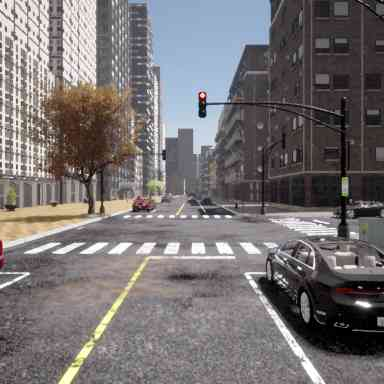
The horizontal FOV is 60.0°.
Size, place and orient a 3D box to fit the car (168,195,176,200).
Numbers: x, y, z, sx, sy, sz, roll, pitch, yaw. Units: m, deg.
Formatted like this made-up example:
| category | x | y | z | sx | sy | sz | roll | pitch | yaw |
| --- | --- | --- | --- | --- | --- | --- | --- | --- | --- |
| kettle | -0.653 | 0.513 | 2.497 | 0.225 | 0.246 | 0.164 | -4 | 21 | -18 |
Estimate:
| category | x | y | z | sx | sy | sz | roll | pitch | yaw |
| --- | --- | --- | --- | --- | --- | --- | --- | --- | --- |
| car | -5.734 | 1.654 | 94.379 | 2.008 | 1.369 | 4.403 | 0 | 0 | 0 |

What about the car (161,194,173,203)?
| category | x | y | z | sx | sy | sz | roll | pitch | yaw |
| --- | --- | --- | --- | --- | --- | --- | --- | --- | --- |
| car | -5.724 | 1.627 | 72.288 | 1.947 | 1.339 | 4.313 | 0 | 0 | 0 |

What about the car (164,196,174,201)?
| category | x | y | z | sx | sy | sz | roll | pitch | yaw |
| --- | --- | --- | --- | --- | --- | --- | --- | --- | --- |
| car | -5.729 | 1.632 | 83.333 | 2.008 | 1.369 | 4.403 | 0 | 0 | 0 |

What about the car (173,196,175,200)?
| category | x | y | z | sx | sy | sz | roll | pitch | yaw |
| --- | --- | --- | --- | --- | --- | --- | --- | --- | --- |
| car | -5.727 | 1.385 | 77.810 | 2.192 | 1.841 | 5.009 | 0 | 0 | 0 |

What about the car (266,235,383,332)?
| category | x | y | z | sx | sy | sz | roll | pitch | yaw |
| --- | --- | --- | --- | --- | --- | --- | --- | --- | --- |
| car | 2.686 | 1.551 | 6.766 | 2.008 | 1.369 | 4.403 | 0 | 0 | 0 |

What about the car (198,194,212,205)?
| category | x | y | z | sx | sy | sz | roll | pitch | yaw |
| --- | --- | --- | --- | --- | --- | --- | --- | --- | --- |
| car | 2.662 | 1.610 | 61.245 | 1.947 | 1.339 | 4.313 | 0 | 0 | 0 |

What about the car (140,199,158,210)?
| category | x | y | z | sx | sy | sz | roll | pitch | yaw |
| --- | --- | --- | --- | --- | --- | --- | --- | --- | --- |
| car | -5.712 | 1.592 | 44.673 | 1.947 | 1.339 | 4.313 | 0 | 0 | 0 |

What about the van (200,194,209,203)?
| category | x | y | z | sx | sy | sz | roll | pitch | yaw |
| --- | --- | --- | --- | --- | --- | --- | --- | --- | --- |
| van | 2.656 | 1.402 | 72.292 | 1.690 | 1.788 | 3.998 | 0 | 0 | 0 |

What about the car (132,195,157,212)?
| category | x | y | z | sx | sy | sz | roll | pitch | yaw |
| --- | --- | --- | --- | --- | --- | --- | --- | --- | --- |
| car | -5.709 | 1.336 | 39.150 | 2.192 | 1.841 | 5.009 | 0 | 0 | 0 |

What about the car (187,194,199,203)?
| category | x | y | z | sx | sy | sz | roll | pitch | yaw |
| --- | --- | --- | --- | --- | --- | --- | --- | --- | --- |
| car | -0.032 | 1.656 | 68.920 | 1.895 | 1.301 | 4.718 | 0 | 0 | 0 |

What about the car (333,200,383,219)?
| category | x | y | z | sx | sy | sz | roll | pitch | yaw |
| --- | --- | --- | --- | --- | --- | --- | --- | --- | --- |
| car | 13.414 | 1.350 | 26.177 | 4.403 | 1.369 | 2.008 | -1 | 1 | -1 |

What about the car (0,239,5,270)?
| category | x | y | z | sx | sy | sz | roll | pitch | yaw |
| --- | --- | --- | --- | --- | --- | --- | --- | --- | --- |
| car | -5.694 | 1.545 | 6.762 | 1.887 | 1.381 | 4.507 | 0 | 0 | 0 |
